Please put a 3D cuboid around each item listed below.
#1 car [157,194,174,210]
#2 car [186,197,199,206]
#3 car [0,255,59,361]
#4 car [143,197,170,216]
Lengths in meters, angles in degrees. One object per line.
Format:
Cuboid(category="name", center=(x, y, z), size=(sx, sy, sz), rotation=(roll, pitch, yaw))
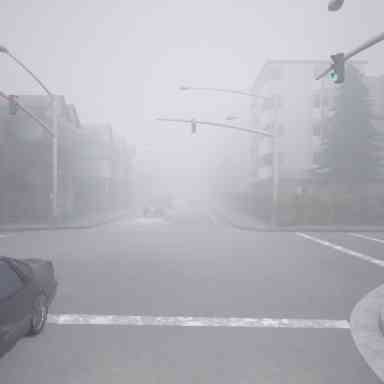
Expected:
Cuboid(category="car", center=(-3.560, 1.221, 42.919), size=(2.150, 2.045, 5.566), rotation=(0, 0, 0))
Cuboid(category="car", center=(-0.001, 1.526, 55.234), size=(1.812, 1.442, 4.674), rotation=(0, 0, -3))
Cuboid(category="car", center=(-3.186, 1.550, 3.878), size=(2.033, 1.411, 5.357), rotation=(0, 0, -5))
Cuboid(category="car", center=(-3.584, 1.491, 32.343), size=(2.128, 1.511, 4.902), rotation=(0, 0, 0))
